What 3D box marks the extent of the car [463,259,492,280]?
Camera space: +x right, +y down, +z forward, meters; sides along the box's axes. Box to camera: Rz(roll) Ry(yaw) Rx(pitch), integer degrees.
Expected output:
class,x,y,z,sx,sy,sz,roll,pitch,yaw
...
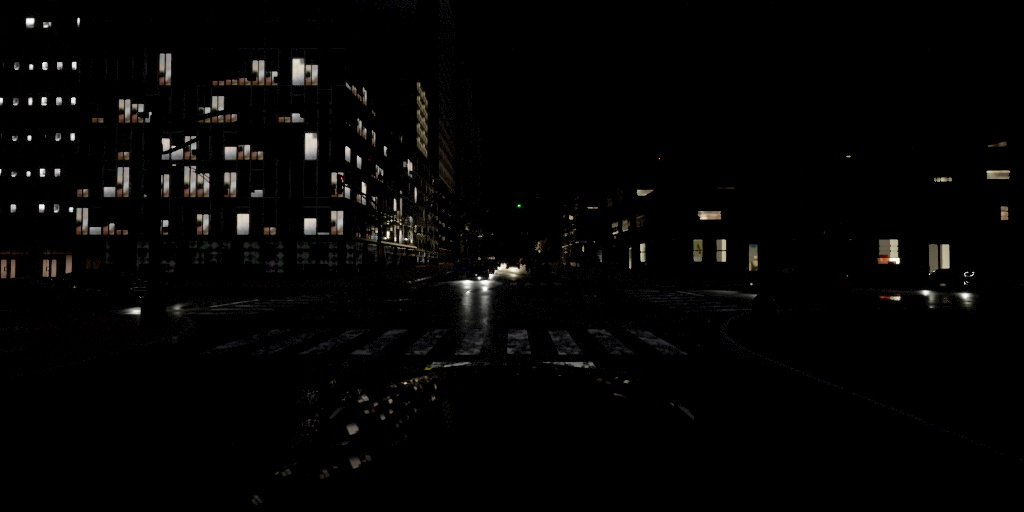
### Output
class,x,y,z,sx,sy,sz,roll,pitch,yaw
car,-3.015,1.286,32.069,1.812,1.442,4.674,0,0,-1

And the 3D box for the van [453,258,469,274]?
class,x,y,z,sx,sy,sz,roll,pitch,yaw
van,-5.614,1.103,40.621,1.690,1.789,3.998,0,0,0

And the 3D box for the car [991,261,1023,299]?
class,x,y,z,sx,sy,sz,roll,pitch,yaw
car,20.711,0.996,12.730,4.829,1.417,1.751,0,0,1

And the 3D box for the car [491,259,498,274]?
class,x,y,z,sx,sy,sz,roll,pitch,yaw
car,-3.021,1.326,42.018,1.994,1.385,4.181,0,0,0

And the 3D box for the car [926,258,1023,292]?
class,x,y,z,sx,sy,sz,roll,pitch,yaw
car,24.477,0.891,18.492,4.553,1.767,2.097,-1,-1,1

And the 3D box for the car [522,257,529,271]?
class,x,y,z,sx,sy,sz,roll,pitch,yaw
car,2.778,1.078,46.318,2.192,1.841,5.009,0,0,0

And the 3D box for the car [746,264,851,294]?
class,x,y,z,sx,sy,sz,roll,pitch,yaw
car,14.767,1.156,18.605,4.674,1.442,1.812,-1,-1,1

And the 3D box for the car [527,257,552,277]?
class,x,y,z,sx,sy,sz,roll,pitch,yaw
car,2.755,1.200,34.970,1.967,1.591,4.097,0,0,0

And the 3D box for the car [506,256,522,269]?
class,x,y,z,sx,sy,sz,roll,pitch,yaw
car,0.205,1.118,57.567,2.097,1.767,4.553,0,0,1

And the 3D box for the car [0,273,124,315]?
class,x,y,z,sx,sy,sz,roll,pitch,yaw
car,-17.397,1.414,13.169,4.207,1.307,1.802,0,0,1

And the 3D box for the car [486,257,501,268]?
class,x,y,z,sx,sy,sz,roll,pitch,yaw
car,-2.998,1.312,52.298,2.033,1.411,5.357,0,0,0

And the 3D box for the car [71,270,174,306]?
class,x,y,z,sx,sy,sz,roll,pitch,yaw
car,-17.866,1.362,15.782,5.008,1.535,1.882,-1,-1,1
